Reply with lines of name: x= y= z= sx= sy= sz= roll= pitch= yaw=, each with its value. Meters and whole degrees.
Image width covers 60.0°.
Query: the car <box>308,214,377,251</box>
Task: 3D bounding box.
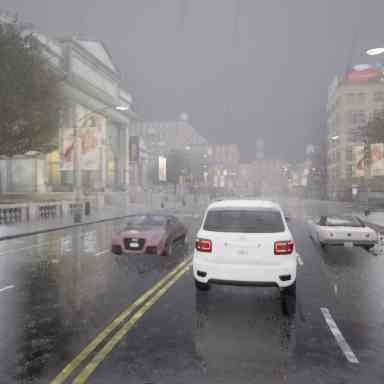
car: x=6.164 y=1.601 z=14.257 sx=1.895 sy=1.301 sz=4.718 roll=0 pitch=0 yaw=12

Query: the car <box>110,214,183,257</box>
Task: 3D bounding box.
car: x=-1.482 y=1.564 z=12.919 sx=1.994 sy=1.385 sz=4.181 roll=0 pitch=0 yaw=13

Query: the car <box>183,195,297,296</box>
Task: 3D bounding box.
car: x=1.469 y=1.221 z=8.964 sx=2.150 sy=2.045 sz=5.566 roll=0 pitch=0 yaw=11

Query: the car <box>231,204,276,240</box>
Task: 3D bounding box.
car: x=3.436 y=1.492 z=18.269 sx=2.128 sy=1.511 sz=4.902 roll=0 pitch=0 yaw=12
